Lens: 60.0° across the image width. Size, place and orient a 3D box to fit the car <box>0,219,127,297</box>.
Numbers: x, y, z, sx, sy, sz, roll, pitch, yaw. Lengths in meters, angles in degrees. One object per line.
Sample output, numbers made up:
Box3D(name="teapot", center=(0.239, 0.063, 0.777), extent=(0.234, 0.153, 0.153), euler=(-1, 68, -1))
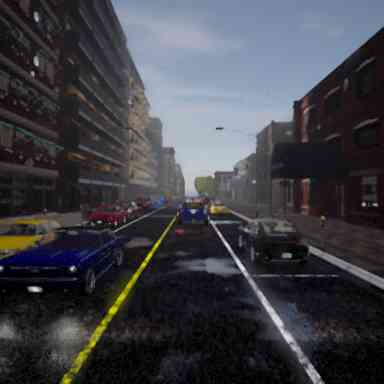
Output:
Box3D(name="car", center=(-3.094, 1.617, 8.769), extent=(1.895, 1.301, 4.718), euler=(0, 0, 0))

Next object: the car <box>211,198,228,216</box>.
Box3D(name="car", center=(2.687, 1.599, 33.939), extent=(1.752, 1.417, 4.829), euler=(0, 0, 0))

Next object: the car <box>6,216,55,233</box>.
Box3D(name="car", center=(-5.690, 1.547, 11.441), extent=(1.752, 1.417, 4.829), euler=(0, 0, 0))

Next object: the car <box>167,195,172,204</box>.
Box3D(name="car", center=(-5.698, 1.491, 67.004), extent=(2.192, 1.841, 5.009), euler=(0, 0, 0))

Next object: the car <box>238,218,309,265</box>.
Box3D(name="car", center=(2.691, 1.573, 11.612), extent=(2.008, 1.369, 4.403), euler=(0, 0, 0))

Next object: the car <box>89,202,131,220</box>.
Box3D(name="car", center=(-5.692, 1.591, 22.690), extent=(1.887, 1.381, 4.507), euler=(0, 0, 0))

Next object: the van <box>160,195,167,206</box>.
Box3D(name="van", center=(-5.696, 1.478, 55.925), extent=(1.690, 1.788, 3.998), euler=(0, 0, 0))

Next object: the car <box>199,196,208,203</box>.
Box3D(name="car", center=(2.681, 1.657, 78.084), extent=(1.967, 1.590, 4.097), euler=(0, 0, 0))

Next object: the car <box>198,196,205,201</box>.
Box3D(name="car", center=(2.678, 1.864, 94.700), extent=(1.802, 1.307, 4.206), euler=(0, 0, 0))

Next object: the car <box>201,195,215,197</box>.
Box3D(name="car", center=(2.686, 1.435, 50.387), extent=(2.192, 1.841, 5.009), euler=(0, 0, 0))

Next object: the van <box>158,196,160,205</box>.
Box3D(name="van", center=(-5.694, 1.444, 44.848), extent=(1.690, 1.788, 3.998), euler=(0, 0, 0))

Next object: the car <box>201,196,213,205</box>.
Box3D(name="car", center=(2.683, 1.597, 61.466), extent=(1.967, 1.590, 4.097), euler=(0, 0, 0))

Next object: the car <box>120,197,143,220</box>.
Box3D(name="car", center=(-5.692, 1.499, 28.228), extent=(1.967, 1.590, 4.097), euler=(0, 0, 0))

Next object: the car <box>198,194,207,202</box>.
Box3D(name="car", center=(2.681, 1.552, 83.625), extent=(2.192, 1.841, 5.009), euler=(0, 0, 0))

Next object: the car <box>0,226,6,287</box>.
Box3D(name="car", center=(-5.690, 1.562, 6.071), extent=(2.008, 1.369, 4.403), euler=(0, 0, 0))

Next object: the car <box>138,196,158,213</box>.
Box3D(name="car", center=(-5.694, 1.402, 39.308), extent=(2.192, 1.841, 5.009), euler=(0, 0, 0))

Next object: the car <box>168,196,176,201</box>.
Box3D(name="car", center=(-5.702, 1.833, 94.699), extent=(2.008, 1.369, 4.403), euler=(0, 0, 0))

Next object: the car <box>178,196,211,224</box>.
Box3D(name="car", center=(0.093, 1.405, 25.076), extent=(2.097, 1.767, 4.553), euler=(0, 0, 0))

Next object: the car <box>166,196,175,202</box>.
Box3D(name="car", center=(-5.701, 1.809, 89.161), extent=(2.008, 1.369, 4.403), euler=(0, 0, 0))

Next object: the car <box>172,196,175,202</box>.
Box3D(name="car", center=(-5.700, 1.803, 83.623), extent=(1.947, 1.339, 4.313), euler=(0, 0, 0))

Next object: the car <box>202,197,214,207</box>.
Box3D(name="car", center=(2.684, 1.663, 56.096), extent=(1.752, 1.417, 4.829), euler=(0, 0, 0))
